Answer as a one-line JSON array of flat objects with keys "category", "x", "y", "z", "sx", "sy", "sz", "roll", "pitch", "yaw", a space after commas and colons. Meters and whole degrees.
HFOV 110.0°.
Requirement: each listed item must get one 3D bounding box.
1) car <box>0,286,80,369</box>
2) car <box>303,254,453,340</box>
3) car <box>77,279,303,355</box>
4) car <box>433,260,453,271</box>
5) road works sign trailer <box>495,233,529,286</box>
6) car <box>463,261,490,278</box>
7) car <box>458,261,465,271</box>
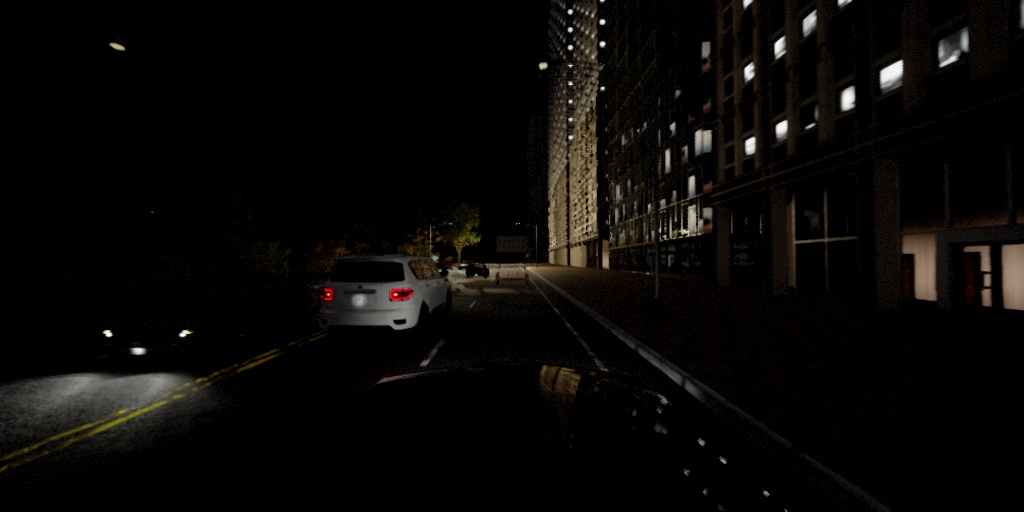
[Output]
[{"category": "car", "x": -9.848, "y": 1.349, "z": 7.910, "sx": 1.895, "sy": 1.301, "sz": 4.718, "roll": 0, "pitch": 0, "yaw": 0}, {"category": "car", "x": -3.151, "y": 0.971, "z": 10.106, "sx": 2.150, "sy": 2.045, "sz": 5.566, "roll": 0, "pitch": 0, "yaw": 0}, {"category": "car", "x": -6.601, "y": 1.296, "z": 8.995, "sx": 2.033, "sy": 1.411, "sz": 5.357, "roll": 0, "pitch": 0, "yaw": 0}, {"category": "car", "x": -9.814, "y": 1.327, "z": 51.633, "sx": 1.882, "sy": 1.535, "sz": 5.008, "roll": 0, "pitch": 0, "yaw": 0}, {"category": "road works sign trailer", "x": 0.004, "y": 0.225, "z": 25.068, "sx": 2.380, "sy": 3.560, "sz": 2.880, "roll": 0, "pitch": 0, "yaw": 0}, {"category": "car", "x": -3.152, "y": 1.382, "z": 33.890, "sx": 1.895, "sy": 1.301, "sz": 4.718, "roll": 0, "pitch": 0, "yaw": 0}, {"category": "car", "x": -6.563, "y": 1.397, "z": 51.634, "sx": 2.033, "sy": 1.411, "sz": 5.357, "roll": 0, "pitch": 0, "yaw": 1}]
